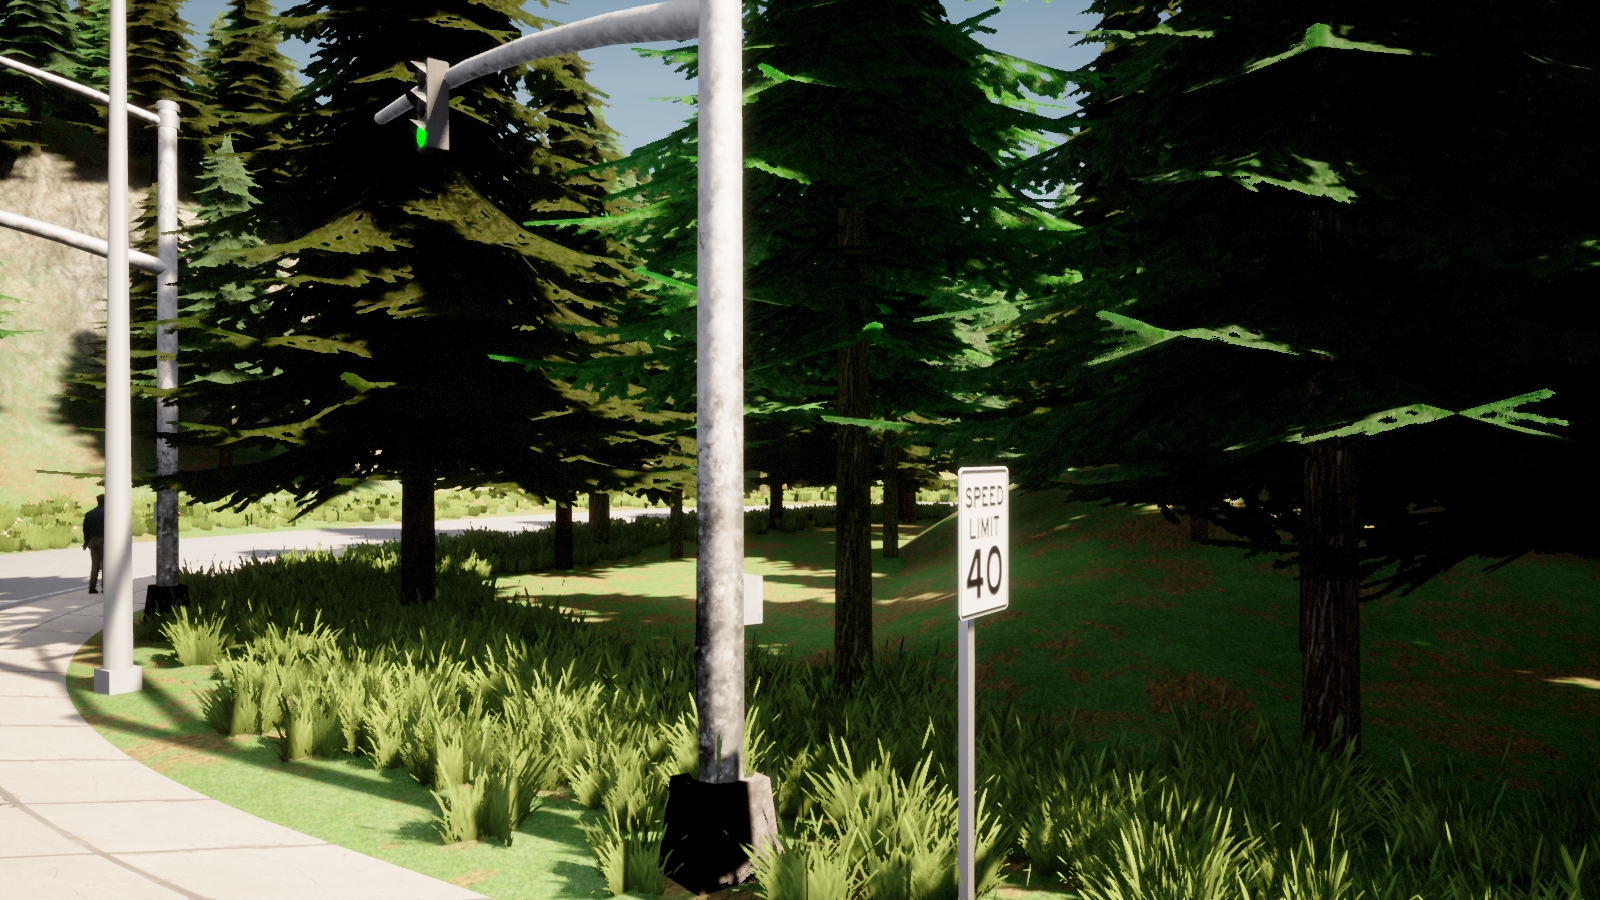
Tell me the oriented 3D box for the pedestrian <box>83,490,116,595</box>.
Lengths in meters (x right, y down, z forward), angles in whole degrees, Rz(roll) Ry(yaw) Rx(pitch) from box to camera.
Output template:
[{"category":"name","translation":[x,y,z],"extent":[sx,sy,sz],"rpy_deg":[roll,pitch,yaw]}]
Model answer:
[{"category":"pedestrian","translation":[-12.689,1.668,20.701],"extent":[0.375,1.860,0.375],"rpy_deg":[0,0,1]}]

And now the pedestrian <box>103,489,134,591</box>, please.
[{"category":"pedestrian","translation":[-12.708,1.668,21.301],"extent":[0.375,1.860,0.375],"rpy_deg":[0,0,-4]}]
